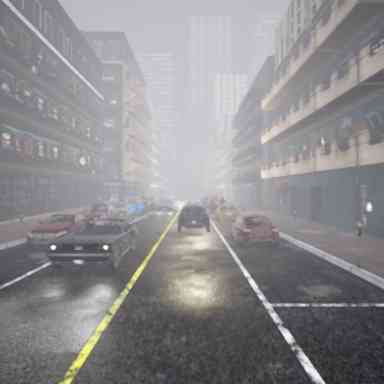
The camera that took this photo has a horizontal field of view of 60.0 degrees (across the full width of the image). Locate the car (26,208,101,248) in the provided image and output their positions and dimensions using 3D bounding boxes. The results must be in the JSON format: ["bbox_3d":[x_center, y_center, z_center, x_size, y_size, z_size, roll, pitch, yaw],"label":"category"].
[{"bbox_3d":[-5.667,1.598,14.732,1.802,1.307,4.206,-1,0,0],"label":"car"}]

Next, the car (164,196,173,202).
[{"bbox_3d":[-5.702,1.643,81.956,2.008,1.369,4.403,-1,0,0],"label":"car"}]

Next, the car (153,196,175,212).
[{"bbox_3d":[-3.095,1.590,39.719,2.033,1.411,5.357,0,0,0],"label":"car"}]

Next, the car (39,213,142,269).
[{"bbox_3d":[-3.101,1.613,11.311,1.895,1.301,4.718,0,0,0],"label":"car"}]

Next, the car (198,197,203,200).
[{"bbox_3d":[0.098,1.607,39.610,1.994,1.385,4.181,0,0,0],"label":"car"}]

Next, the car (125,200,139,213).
[{"bbox_3d":[-5.668,1.579,25.935,2.008,1.369,4.403,-1,0,0],"label":"car"}]

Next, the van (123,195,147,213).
[{"bbox_3d":[-5.671,1.375,31.538,1.690,1.788,3.998,-1,0,0],"label":"van"}]

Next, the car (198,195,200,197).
[{"bbox_3d":[2.675,1.380,59.520,2.192,1.841,5.009,-1,0,0],"label":"car"}]

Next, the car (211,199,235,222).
[{"bbox_3d":[2.679,1.553,26.077,1.752,1.417,4.829,-1,0,0],"label":"car"}]

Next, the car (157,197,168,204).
[{"bbox_3d":[-5.702,1.654,65.150,1.802,1.307,4.206,-1,0,0],"label":"car"}]

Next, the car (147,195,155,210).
[{"bbox_3d":[-5.694,1.361,42.742,2.192,1.841,5.009,-1,0,0],"label":"car"}]

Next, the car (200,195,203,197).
[{"bbox_3d":[2.675,1.368,48.316,2.192,1.841,5.009,-1,0,0],"label":"car"}]

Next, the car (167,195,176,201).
[{"bbox_3d":[-5.703,1.656,93.160,2.008,1.369,4.403,-1,0,0],"label":"car"}]

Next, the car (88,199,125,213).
[{"bbox_3d":[-5.669,1.462,20.333,1.967,1.590,4.097,-1,0,0],"label":"car"}]

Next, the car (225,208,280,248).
[{"bbox_3d":[2.680,1.598,14.703,1.802,1.307,4.206,-1,0,0],"label":"car"}]

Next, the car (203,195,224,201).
[{"bbox_3d":[2.676,1.355,37.112,2.192,1.841,5.009,-1,0,0],"label":"car"}]

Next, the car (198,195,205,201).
[{"bbox_3d":[2.677,1.671,93.131,1.947,1.339,4.313,-1,0,0],"label":"car"}]

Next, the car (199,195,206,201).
[{"bbox_3d":[2.677,1.624,87.699,1.752,1.417,4.829,-1,0,0],"label":"car"}]

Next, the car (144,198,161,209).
[{"bbox_3d":[-5.709,1.603,48.344,2.008,1.369,4.403,-1,0,0],"label":"car"}]

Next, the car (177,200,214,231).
[{"bbox_3d":[0.105,1.499,20.782,1.882,1.535,5.008,0,0,0],"label":"car"}]
